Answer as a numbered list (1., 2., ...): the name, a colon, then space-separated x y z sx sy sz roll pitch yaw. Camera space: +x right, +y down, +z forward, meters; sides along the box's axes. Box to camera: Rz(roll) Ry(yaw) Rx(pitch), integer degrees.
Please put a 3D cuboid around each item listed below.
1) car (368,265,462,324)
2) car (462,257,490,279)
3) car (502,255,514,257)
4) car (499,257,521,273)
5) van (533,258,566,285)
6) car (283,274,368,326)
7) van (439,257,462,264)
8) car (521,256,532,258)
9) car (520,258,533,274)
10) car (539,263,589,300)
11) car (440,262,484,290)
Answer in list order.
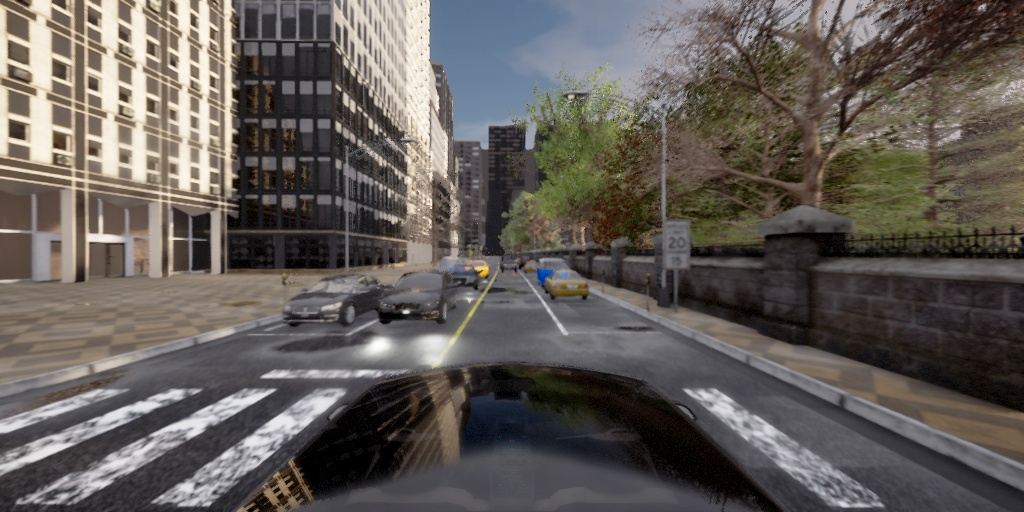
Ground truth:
1. car: -2.912 1.233 11.941 1.837 1.490 4.892 0 0 -3
2. car: -3.063 1.157 32.348 1.882 1.535 5.008 0 0 0
3. car: -0.645 0.846 52.366 2.150 2.045 5.566 0 0 -2
4. car: -0.319 1.144 42.211 2.128 1.511 4.902 0 0 -1
5. van: 2.460 1.042 22.720 1.690 1.789 3.998 0 0 -1
6. car: -5.334 1.280 11.401 2.007 1.370 4.403 0 0 0
7. van: -5.711 1.018 33.584 1.690 1.789 3.998 0 0 -1
8. car: 1.971 0.944 50.446 2.192 1.841 5.009 0 0 -1
9. car: 2.211 1.184 39.522 1.751 1.417 4.829 0 0 -1
10. car: 2.509 1.240 17.346 1.751 1.417 4.829 0 0 0
11. car: -2.958 1.269 21.922 1.994 1.385 4.181 0 0 -2
